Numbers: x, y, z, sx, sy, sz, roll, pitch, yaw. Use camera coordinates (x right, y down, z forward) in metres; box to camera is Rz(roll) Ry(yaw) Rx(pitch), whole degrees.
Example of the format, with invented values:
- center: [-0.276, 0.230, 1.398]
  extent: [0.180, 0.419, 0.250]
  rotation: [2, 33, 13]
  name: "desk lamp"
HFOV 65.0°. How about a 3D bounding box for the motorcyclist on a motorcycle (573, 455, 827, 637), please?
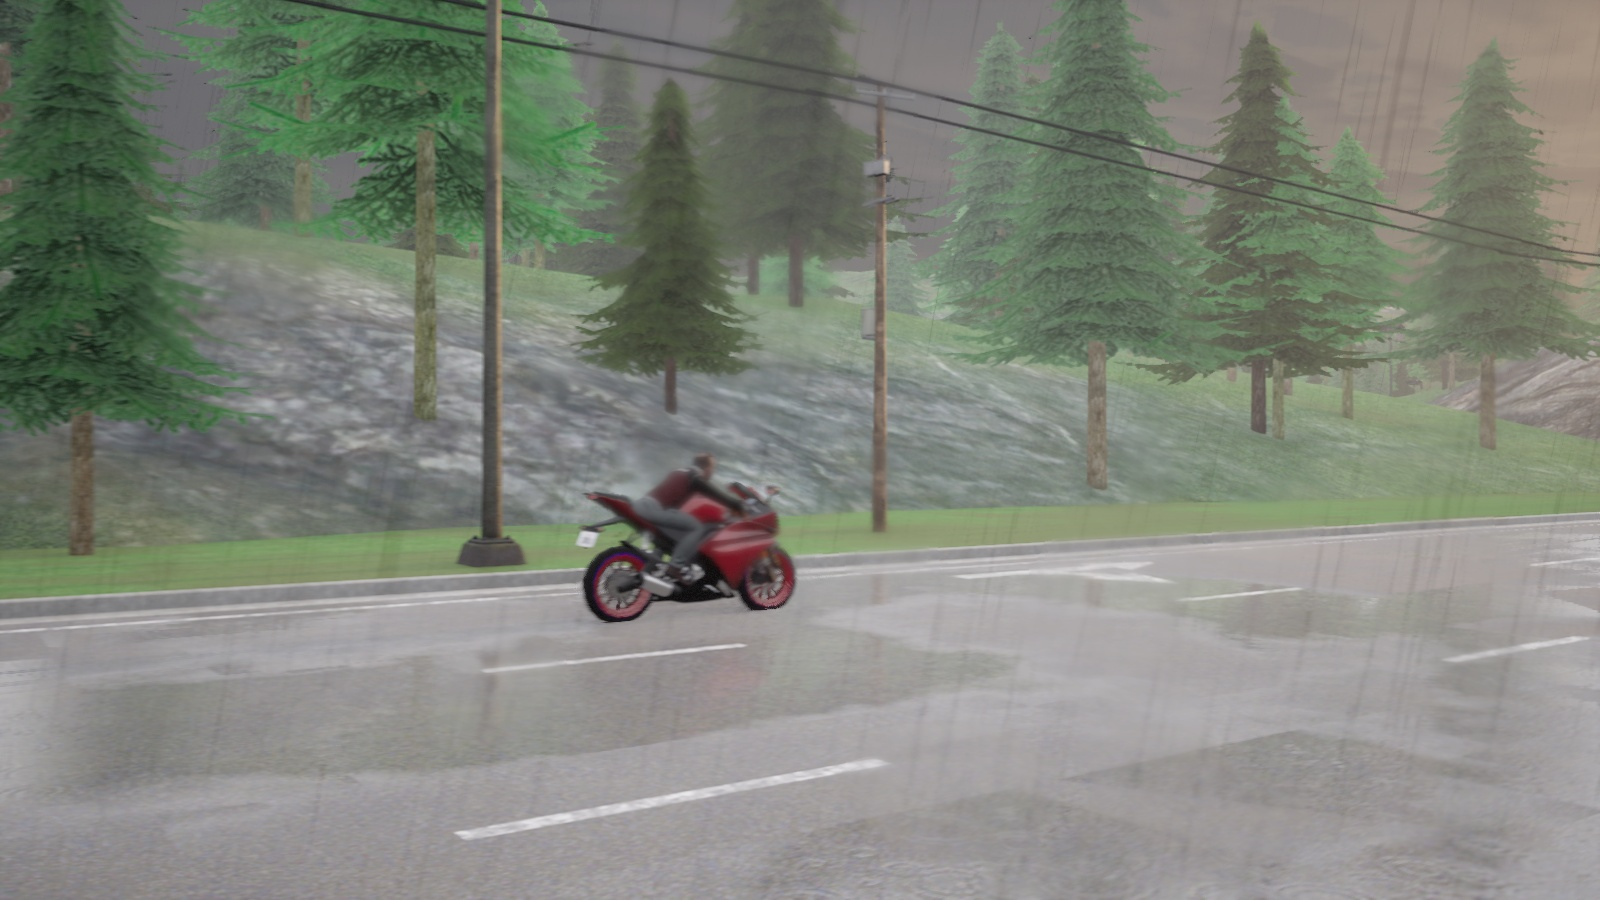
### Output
- center: [-0.894, 0.810, 11.565]
  extent: [2.191, 1.530, 0.866]
  rotation: [0, 0, -35]
  name: "motorcyclist on a motorcycle"
